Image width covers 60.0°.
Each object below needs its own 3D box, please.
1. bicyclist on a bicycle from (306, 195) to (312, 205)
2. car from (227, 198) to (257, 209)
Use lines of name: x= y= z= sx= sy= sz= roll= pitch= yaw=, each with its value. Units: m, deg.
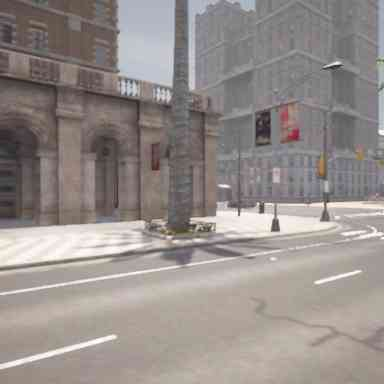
bicyclist on a bicycle: x=18.698 y=1.283 z=53.057 sx=1.656 sy=1.620 sz=0.582 roll=0 pitch=0 yaw=-36
car: x=6.705 y=1.552 z=44.931 sx=1.994 sy=1.385 sz=4.181 roll=0 pitch=0 yaw=-36
